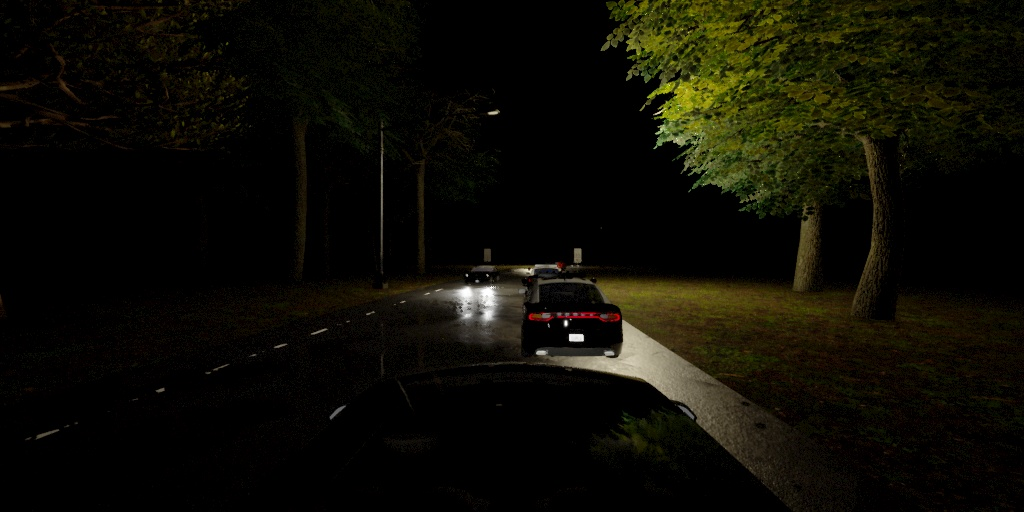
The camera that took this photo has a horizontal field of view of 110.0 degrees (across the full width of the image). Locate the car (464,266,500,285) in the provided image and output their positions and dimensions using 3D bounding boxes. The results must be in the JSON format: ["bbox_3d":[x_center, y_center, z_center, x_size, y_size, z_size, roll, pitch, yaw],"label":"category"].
[{"bbox_3d":[-2.120,1.392,26.436,1.895,1.301,4.718,0,0,6],"label":"car"}]

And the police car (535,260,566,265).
[{"bbox_3d":[1.751,1.204,18.501,1.930,1.638,5.238,0,0,5],"label":"police car"}]

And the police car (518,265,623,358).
[{"bbox_3d":[1.179,1.180,8.641,1.930,1.638,5.238,0,0,2],"label":"police car"}]
